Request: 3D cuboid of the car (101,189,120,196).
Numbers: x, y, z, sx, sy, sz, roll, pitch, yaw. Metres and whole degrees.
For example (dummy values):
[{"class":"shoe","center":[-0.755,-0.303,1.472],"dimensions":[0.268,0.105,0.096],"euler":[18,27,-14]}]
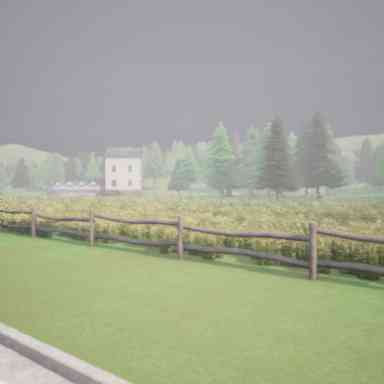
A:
[{"class":"car","center":[-19.223,0.331,78.665],"dimensions":[4.605,1.855,1.932],"euler":[0,1,35]}]
